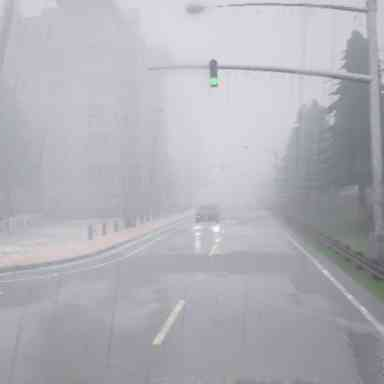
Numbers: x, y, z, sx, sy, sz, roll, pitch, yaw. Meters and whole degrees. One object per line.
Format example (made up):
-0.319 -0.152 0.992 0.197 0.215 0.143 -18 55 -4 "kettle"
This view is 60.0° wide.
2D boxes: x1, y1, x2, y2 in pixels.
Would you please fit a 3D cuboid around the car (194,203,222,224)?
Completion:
1.412 1.745 27.567 1.837 1.490 4.892 -2 0 9 "car"
